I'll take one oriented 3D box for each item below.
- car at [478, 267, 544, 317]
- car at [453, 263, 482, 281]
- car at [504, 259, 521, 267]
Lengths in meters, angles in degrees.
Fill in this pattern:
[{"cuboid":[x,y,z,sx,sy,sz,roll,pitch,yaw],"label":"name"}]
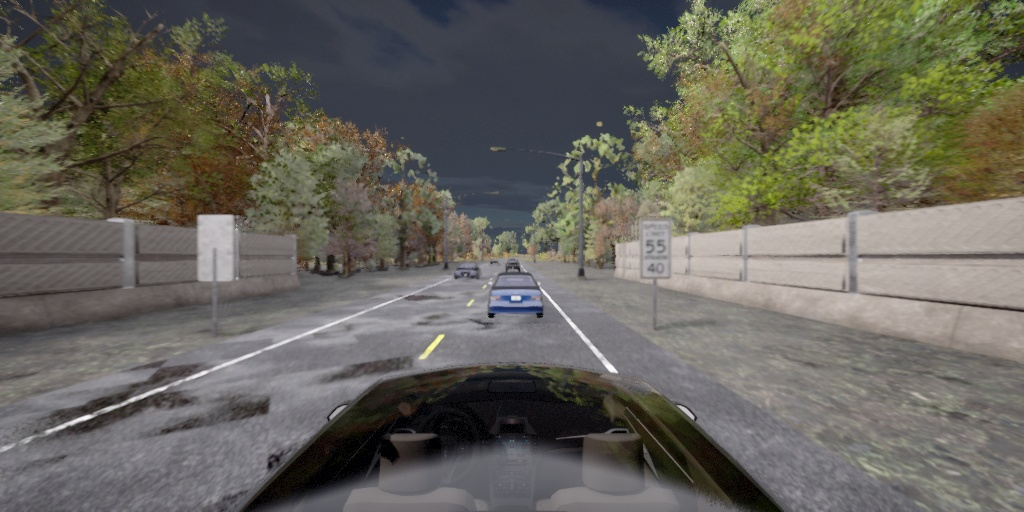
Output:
[{"cuboid":[0.107,1.284,13.056,2.033,1.411,5.357,0,0,0],"label":"car"},{"cuboid":[-3.590,1.267,29.617,1.994,1.385,4.181,0,0,0],"label":"car"},{"cuboid":[0.108,1.165,44.992,1.837,1.490,4.892,0,0,0],"label":"car"}]
